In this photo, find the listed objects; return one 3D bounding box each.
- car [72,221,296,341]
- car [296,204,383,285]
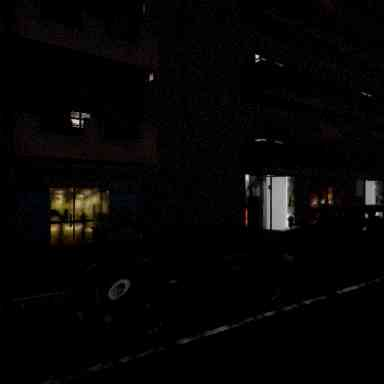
[{"bbox_3d":[-0.150,1.439,6.452,4.097,1.590,1.967,0,0,-36],"label":"car"},{"bbox_3d":[4.439,1.314,9.724,5.009,1.841,2.192,0,0,-35],"label":"car"}]
